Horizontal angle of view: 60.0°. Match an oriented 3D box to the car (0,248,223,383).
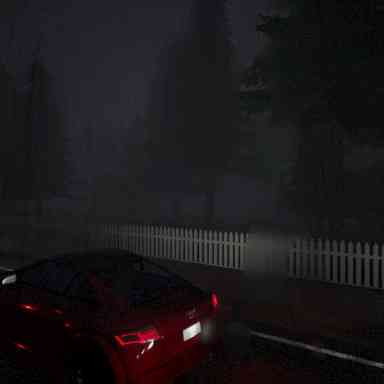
[{"bbox_3d":[-1.644,1.564,4.963,4.181,1.385,1.994,0,0,35],"label":"car"}]
